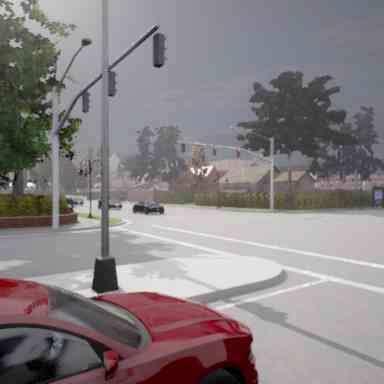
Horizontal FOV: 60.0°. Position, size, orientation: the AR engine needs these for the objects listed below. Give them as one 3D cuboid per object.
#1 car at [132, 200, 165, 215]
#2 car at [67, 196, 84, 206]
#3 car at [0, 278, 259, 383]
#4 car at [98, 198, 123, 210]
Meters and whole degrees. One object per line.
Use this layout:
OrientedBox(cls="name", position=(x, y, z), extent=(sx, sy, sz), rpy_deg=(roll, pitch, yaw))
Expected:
OrientedBox(cls="car", position=(-4.550, 1.553, 34.394), extent=(1.994, 1.385, 4.181), rpy_deg=(0, 0, -36))
OrientedBox(cls="car", position=(-19.301, 1.481, 54.768), extent=(2.128, 1.511, 4.902), rpy_deg=(0, 0, -36))
OrientedBox(cls="car", position=(-1.638, 1.478, 2.600), extent=(5.008, 1.535, 1.882), rpy_deg=(0, 0, -35))
OrientedBox(cls="car", position=(-10.525, 1.481, 42.633), extent=(2.128, 1.511, 4.902), rpy_deg=(0, 0, -36))
